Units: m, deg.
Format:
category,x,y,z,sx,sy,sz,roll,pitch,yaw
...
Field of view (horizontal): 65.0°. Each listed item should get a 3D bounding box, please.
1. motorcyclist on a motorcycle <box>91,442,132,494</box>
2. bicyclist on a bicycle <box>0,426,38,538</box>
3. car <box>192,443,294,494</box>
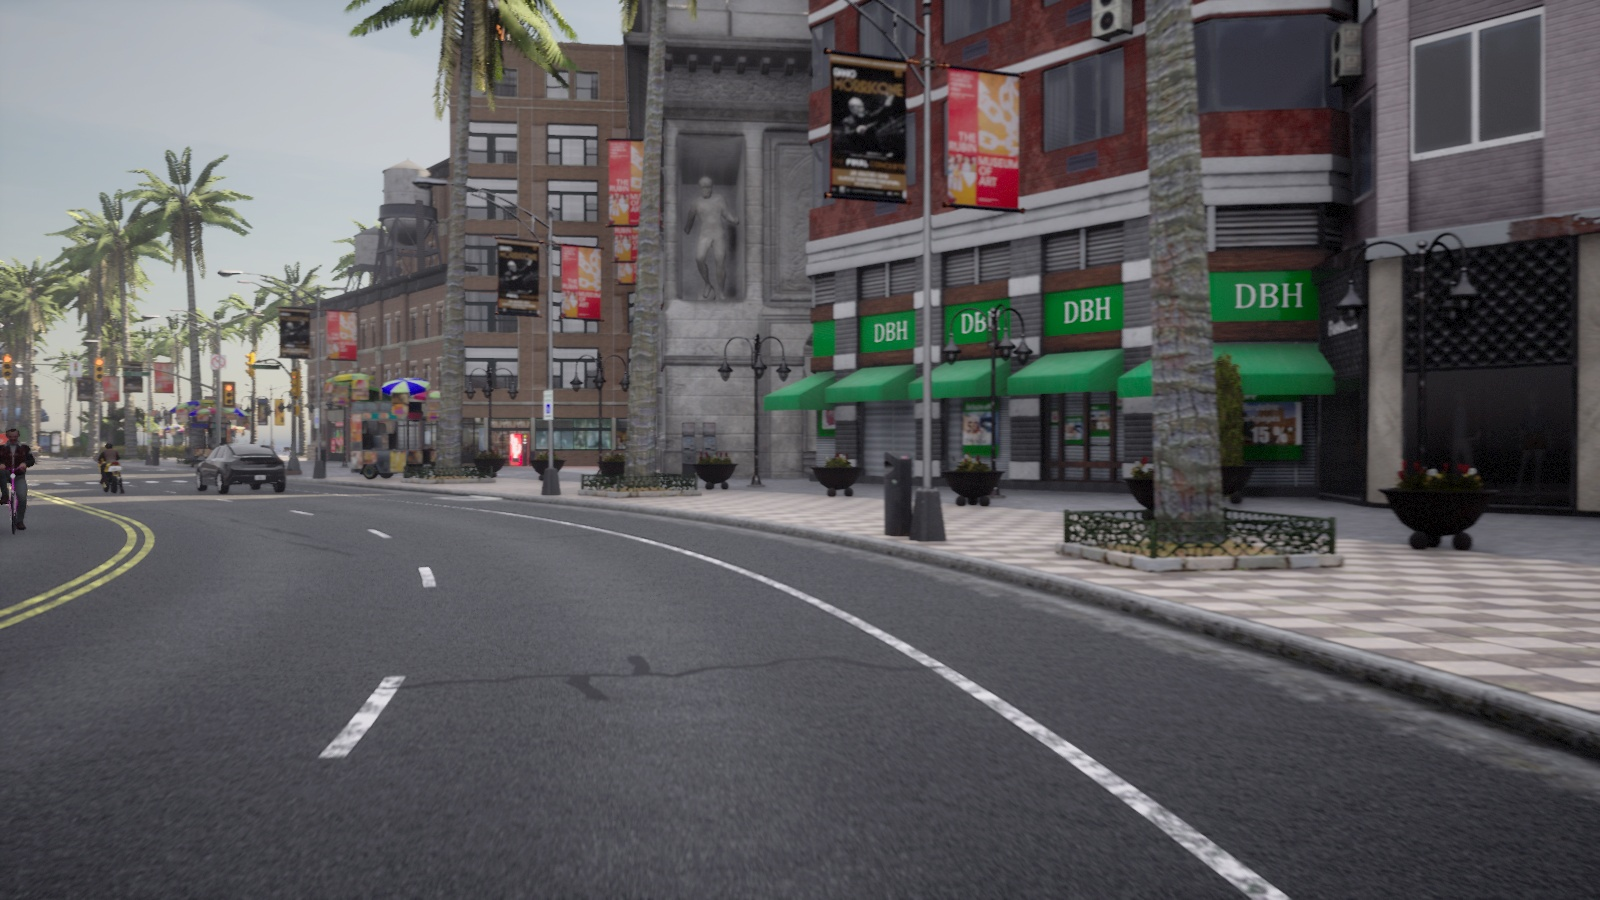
category,x,y,z,sx,sy,sz,roll,pitch,yaw
motorcyclist on a motorcycle,-20.686,0.517,37.708,0.797,1.523,2.044,0,0,-37
bicyclist on a bicycle,-13.026,0.501,20.798,0.659,1.776,1.843,0,0,-31
car,-17.376,0.532,39.066,1.837,1.490,4.892,0,0,-37
